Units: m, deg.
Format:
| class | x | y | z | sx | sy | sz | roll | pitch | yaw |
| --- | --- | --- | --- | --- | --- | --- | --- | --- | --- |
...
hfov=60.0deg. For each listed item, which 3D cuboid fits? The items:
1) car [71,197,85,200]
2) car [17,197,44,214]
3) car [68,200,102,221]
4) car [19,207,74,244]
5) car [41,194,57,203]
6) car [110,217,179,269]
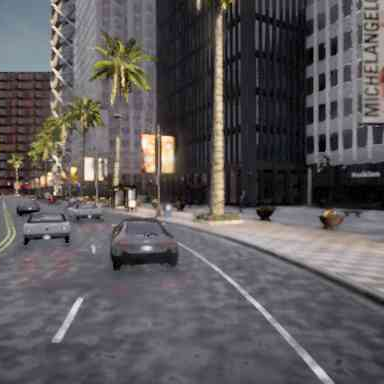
| class | x | y | z | sx | sy | sz | roll | pitch | yaw |
| --- | --- | --- | --- | --- | --- | --- | --- | --- | --- |
| car | -15.534 | 1.419 | 45.059 | 2.231 | 1.521 | 4.892 | 0 | 0 | -30 |
| car | -16.553 | 1.534 | 33.723 | 1.994 | 1.385 | 4.181 | 0 | 0 | -30 |
| car | -8.822 | 1.561 | 27.157 | 1.895 | 1.301 | 4.718 | 0 | 0 | -29 |
| car | -6.886 | 1.584 | 15.816 | 1.895 | 1.301 | 4.718 | 0 | 0 | -23 |
| car | -30.081 | 1.277 | 70.579 | 2.185 | 1.767 | 4.553 | 0 | 0 | -30 |
| car | -1.746 | 1.540 | 11.238 | 1.994 | 1.385 | 4.181 | 0 | 0 | -14 |
